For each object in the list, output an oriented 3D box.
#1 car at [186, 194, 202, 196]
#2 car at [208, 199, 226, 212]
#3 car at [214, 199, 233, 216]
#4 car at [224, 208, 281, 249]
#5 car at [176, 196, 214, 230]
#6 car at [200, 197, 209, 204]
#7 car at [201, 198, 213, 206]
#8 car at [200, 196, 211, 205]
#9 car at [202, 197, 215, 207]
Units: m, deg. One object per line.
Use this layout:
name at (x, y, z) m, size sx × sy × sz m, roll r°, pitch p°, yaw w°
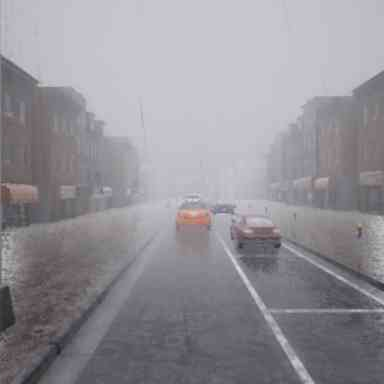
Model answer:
car at (0.068, 1.270, 42.696) m, size 2.150 × 2.045 × 5.566 m, roll 0°, pitch 0°, yaw 0°
car at (2.994, 1.567, 40.200) m, size 1.812 × 1.442 × 4.674 m, roll 0°, pitch 0°, yaw 0°
car at (2.991, 1.502, 33.200) m, size 1.882 × 1.535 × 5.008 m, roll 0°, pitch 0°, yaw 0°
car at (2.627, 1.581, 14.296) m, size 1.802 × 1.307 × 4.206 m, roll 0°, pitch 0°, yaw 0°
car at (0.086, 1.357, 21.231) m, size 2.097 × 1.767 × 4.553 m, roll 0°, pitch 0°, yaw 0°
car at (2.582, 1.733, 68.965) m, size 1.802 × 1.307 × 4.206 m, roll 0°, pitch 0°, yaw 0°
car at (2.591, 1.685, 58.032) m, size 1.802 × 1.307 × 4.206 m, roll 0°, pitch 0°, yaw 0°
car at (2.586, 1.566, 63.498) m, size 1.967 × 1.590 × 4.097 m, roll 0°, pitch 0°, yaw 0°
car at (2.595, 1.608, 52.734) m, size 1.752 × 1.417 × 4.829 m, roll 0°, pitch 0°, yaw 0°
